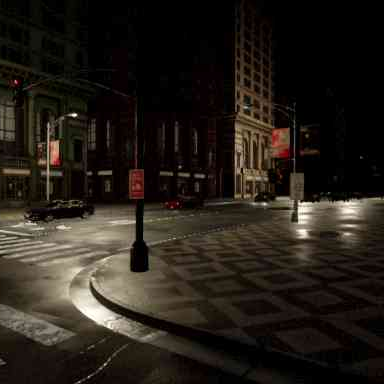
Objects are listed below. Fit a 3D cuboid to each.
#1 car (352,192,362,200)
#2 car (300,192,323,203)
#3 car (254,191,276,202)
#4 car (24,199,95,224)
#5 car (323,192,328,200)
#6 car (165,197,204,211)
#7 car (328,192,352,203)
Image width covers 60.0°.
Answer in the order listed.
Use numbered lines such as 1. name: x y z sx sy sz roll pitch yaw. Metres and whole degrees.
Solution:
1. car: 29.593 0.675 60.380 1.812 1.442 4.674 0 1 35
2. car: 17.242 0.912 48.590 1.994 1.385 4.181 0 1 35
3. car: 11.407 0.676 51.782 2.097 1.767 4.553 0 1 35
4. car: -9.062 1.275 23.128 1.837 1.490 4.892 0 1 35
5. car: 22.983 0.713 56.673 2.128 1.511 4.902 0 1 35
6. car: -0.743 1.187 34.841 1.895 1.301 4.718 0 1 35
7. car: 22.439 0.834 50.303 1.812 1.442 4.674 0 1 36
